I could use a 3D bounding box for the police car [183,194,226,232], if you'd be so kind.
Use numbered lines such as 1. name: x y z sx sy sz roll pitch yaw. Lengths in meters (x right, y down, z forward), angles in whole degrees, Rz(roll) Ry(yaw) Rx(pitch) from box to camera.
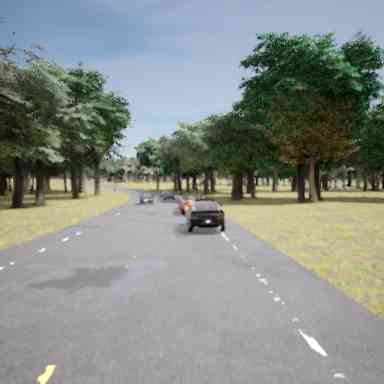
1. police car: 0.660 1.153 18.379 1.930 1.638 5.238 0 1 -3

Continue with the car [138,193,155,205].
1. car: -5.857 0.837 43.229 2.128 1.511 4.902 0 1 -6

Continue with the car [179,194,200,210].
1. car: -0.355 0.997 34.347 1.812 1.442 4.674 0 1 -5

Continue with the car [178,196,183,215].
1. car: 0.100 0.922 28.291 2.097 1.767 4.553 0 1 -4

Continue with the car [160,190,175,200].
1. car: -3.931 0.631 57.032 2.033 1.411 5.357 -1 1 -8
